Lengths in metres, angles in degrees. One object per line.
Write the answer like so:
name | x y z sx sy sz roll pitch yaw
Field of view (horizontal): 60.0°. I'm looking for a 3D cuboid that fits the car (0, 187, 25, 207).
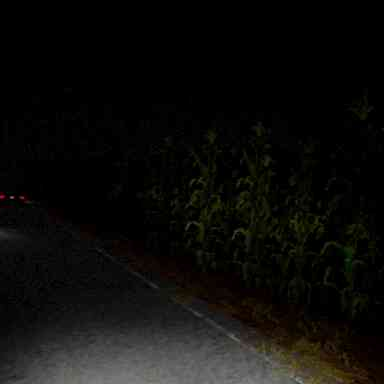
car | -14.122 0.307 25.797 2.033 1.411 5.357 3 1 -32
